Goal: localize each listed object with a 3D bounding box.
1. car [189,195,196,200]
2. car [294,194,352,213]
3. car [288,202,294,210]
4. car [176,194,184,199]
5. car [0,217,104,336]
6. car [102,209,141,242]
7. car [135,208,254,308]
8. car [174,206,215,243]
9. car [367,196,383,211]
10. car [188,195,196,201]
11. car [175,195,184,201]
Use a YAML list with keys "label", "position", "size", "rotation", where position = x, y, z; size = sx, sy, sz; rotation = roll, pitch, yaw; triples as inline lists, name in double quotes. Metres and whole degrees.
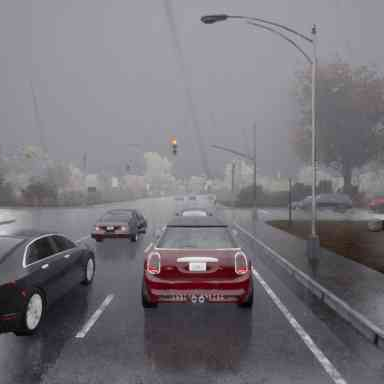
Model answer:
- label: "car"
  position: [0.137, 1.524, 95.344]
  size: [1.812, 1.442, 4.674]
  rotation: [0, 0, 1]
- label: "car"
  position: [14.501, 1.221, 36.398]
  size: [5.566, 2.045, 2.150]
  rotation: [0, 0, 3]
- label: "car"
  position: [14.025, 1.504, 39.933]
  size: [4.892, 1.490, 1.837]
  rotation: [0, 0, 3]
- label: "car"
  position: [-3.364, 1.402, 95.340]
  size: [1.994, 1.385, 4.181]
  rotation: [0, 0, 1]
- label: "car"
  position: [-3.392, 1.505, 6.659]
  size: [1.837, 1.490, 4.892]
  rotation: [0, 0, 0]
- label: "car"
  position: [-3.386, 1.547, 16.317]
  size: [2.033, 1.411, 5.357]
  rotation: [0, 0, 0]
- label: "car"
  position: [0.107, 1.352, 8.072]
  size: [2.097, 1.767, 4.553]
  rotation: [0, 0, 0]
- label: "car"
  position: [0.116, 1.526, 17.111]
  size: [1.812, 1.442, 4.674]
  rotation: [0, 0, 0]
- label: "car"
  position: [23.859, 1.211, 39.391]
  size: [5.566, 2.045, 2.150]
  rotation: [0, 0, 3]
- label: "car"
  position: [0.085, 1.500, 84.990]
  size: [1.837, 1.490, 4.892]
  rotation: [0, 0, 0]
- label: "car"
  position: [-3.413, 1.545, 85.313]
  size: [1.994, 1.385, 4.181]
  rotation: [0, 0, 0]
